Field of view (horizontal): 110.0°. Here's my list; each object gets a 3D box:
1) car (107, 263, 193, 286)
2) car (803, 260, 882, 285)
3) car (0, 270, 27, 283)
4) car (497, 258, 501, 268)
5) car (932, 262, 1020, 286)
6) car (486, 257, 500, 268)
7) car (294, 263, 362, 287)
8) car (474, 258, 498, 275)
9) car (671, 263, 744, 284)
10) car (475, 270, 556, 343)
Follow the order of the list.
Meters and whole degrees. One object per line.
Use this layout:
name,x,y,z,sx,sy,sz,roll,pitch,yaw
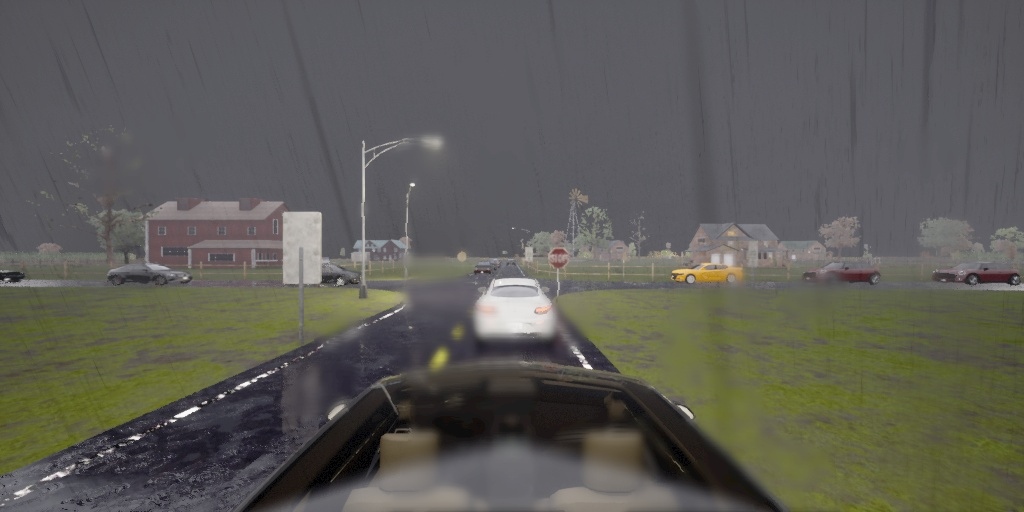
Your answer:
car,-24.174,1.205,23.980,4.674,1.442,1.812,0,0,0
car,24.485,1.186,26.737,4.553,1.767,2.097,0,0,0
car,-35.954,1.250,24.030,4.718,1.301,1.895,0,0,0
car,-3.012,1.283,49.709,2.033,1.411,5.357,0,0,0
car,34.417,1.231,26.687,4.553,1.767,2.097,0,0,0
car,-3.034,1.081,59.155,2.097,1.767,4.553,0,0,0
car,-12.277,1.218,23.771,4.892,1.490,1.837,0,0,3
car,-3.015,1.288,39.635,2.033,1.411,5.357,0,0,1
car,14.515,1.273,26.775,5.008,1.535,1.882,0,0,0
car,0.073,1.275,9.582,1.812,1.442,4.674,0,0,0
